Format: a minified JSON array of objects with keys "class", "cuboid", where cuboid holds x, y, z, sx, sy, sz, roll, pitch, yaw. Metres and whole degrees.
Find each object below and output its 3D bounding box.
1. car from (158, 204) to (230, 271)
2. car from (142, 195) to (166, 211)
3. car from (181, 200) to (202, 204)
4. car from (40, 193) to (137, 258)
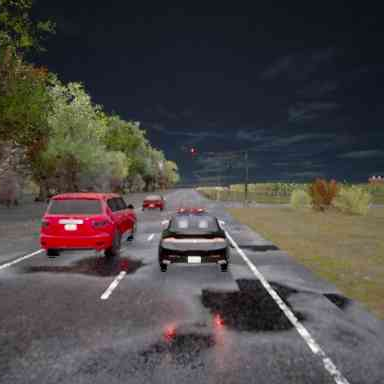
[{"class":"car","cuboid":[0.041,1.339,10.280,2.128,1.511,4.902,0,1,0]},{"class":"car","cuboid":[-3.588,1.002,32.064,1.882,1.535,5.008,0,1,0]},{"class":"car","cuboid":[-0.043,1.242,24.248,1.895,1.301,4.718,0,1,0]},{"class":"car","cuboid":[-3.470,1.043,12.164,2.150,2.045,5.566,0,1,0]}]
